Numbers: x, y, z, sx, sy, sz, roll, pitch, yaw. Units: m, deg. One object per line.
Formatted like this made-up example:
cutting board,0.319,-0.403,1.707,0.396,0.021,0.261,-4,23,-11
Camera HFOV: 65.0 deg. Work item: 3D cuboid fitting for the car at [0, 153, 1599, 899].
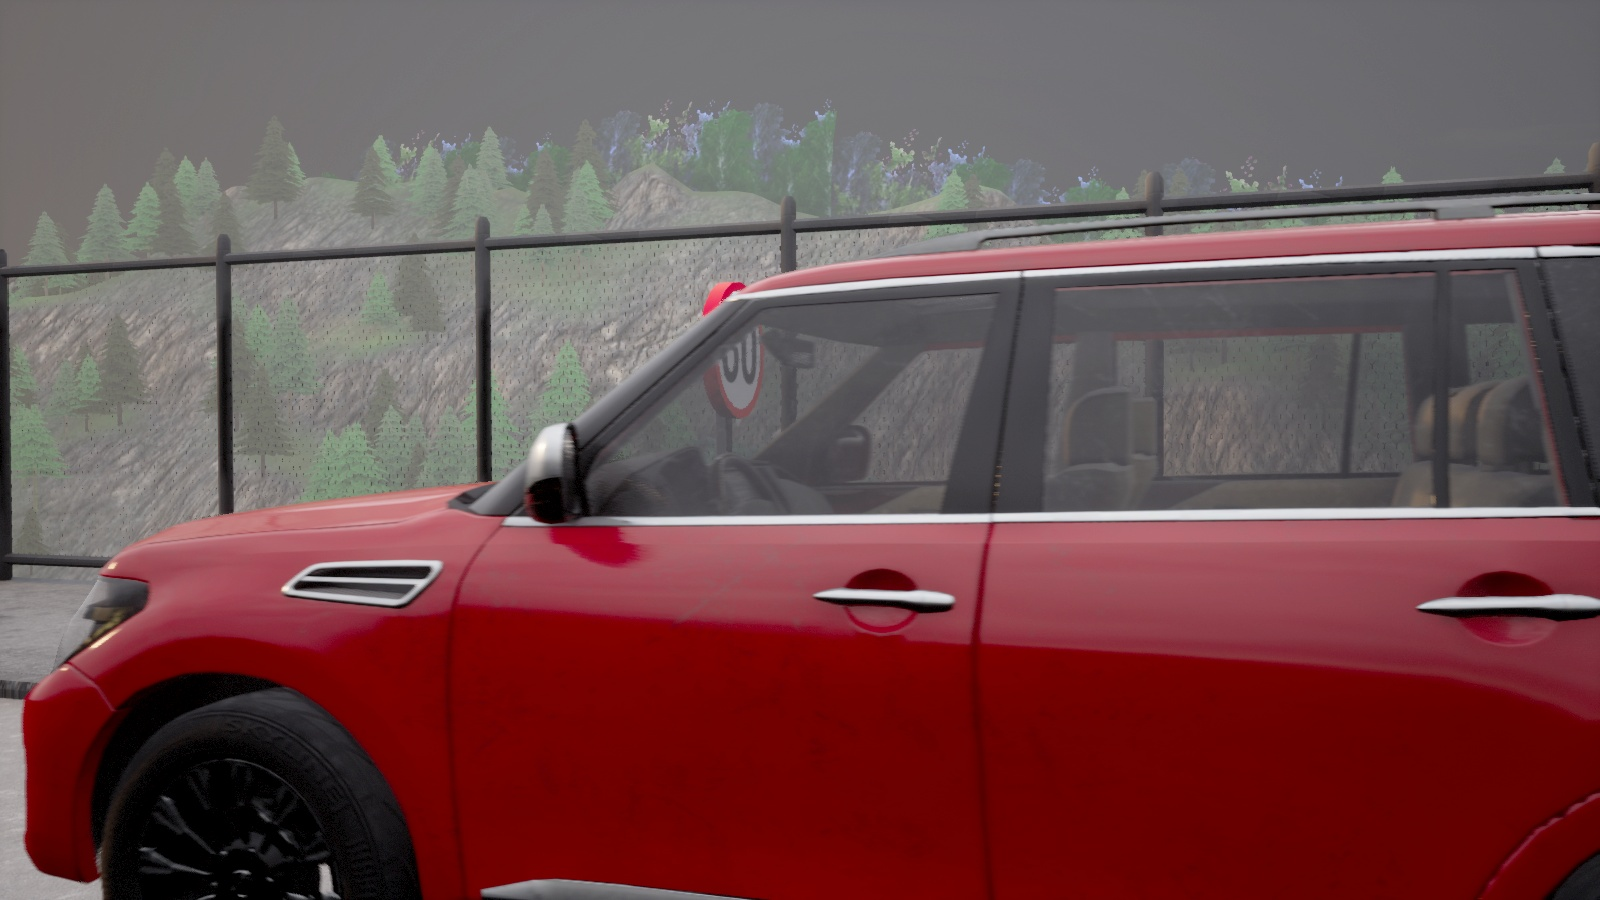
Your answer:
car,0.573,0.493,3.528,5.566,2.045,2.150,1,1,19
